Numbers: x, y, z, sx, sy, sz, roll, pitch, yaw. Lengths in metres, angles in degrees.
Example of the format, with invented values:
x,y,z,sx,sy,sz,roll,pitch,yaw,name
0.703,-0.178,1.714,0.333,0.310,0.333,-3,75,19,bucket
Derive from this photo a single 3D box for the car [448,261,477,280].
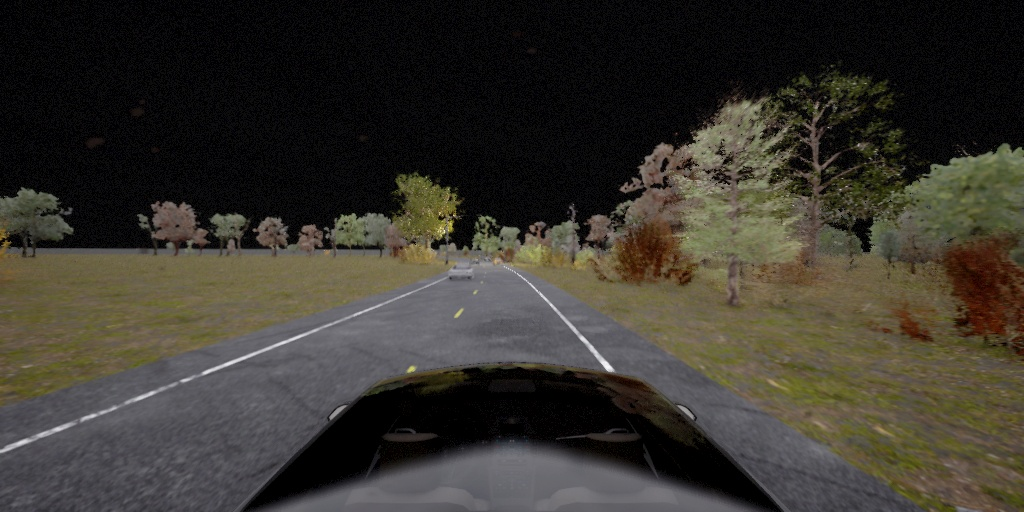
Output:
x,y,z,sx,sy,sz,roll,pitch,yaw,name
-4.313,1.357,30.812,1.895,1.301,4.718,0,0,-3,car

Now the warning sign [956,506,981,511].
x,y,z,sx,sy,sz,roll,pitch,yaw,name
3.555,0.863,1.990,1.300,1.860,1.060,0,0,0,warning sign
